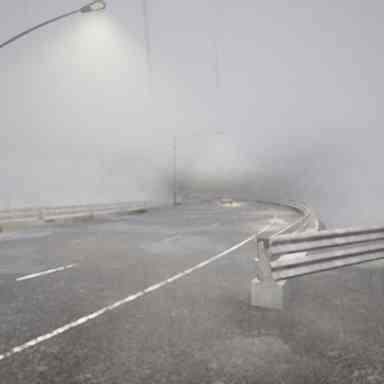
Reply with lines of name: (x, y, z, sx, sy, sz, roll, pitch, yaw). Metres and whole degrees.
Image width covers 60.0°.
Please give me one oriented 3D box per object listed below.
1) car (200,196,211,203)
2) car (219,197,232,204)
car: (2.639, 1.468, 64.350, 2.033, 1.411, 5.357, 0, 0, -3)
car: (6.179, 1.521, 61.905, 1.895, 1.301, 4.718, 0, 0, -1)
